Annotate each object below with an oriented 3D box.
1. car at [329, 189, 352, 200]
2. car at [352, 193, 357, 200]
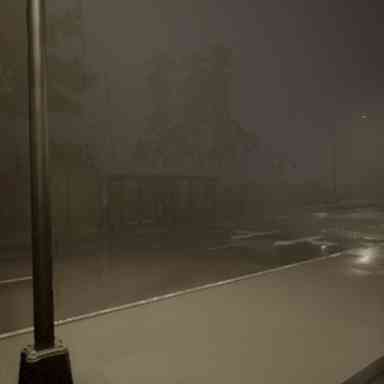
[{"bbox_3d":[19.420,0.565,46.934,1.895,1.301,4.718,-2,1,-36],"label":"car"},{"bbox_3d":[21.895,0.384,49.507,1.837,1.490,4.892,-2,1,-35],"label":"car"}]
